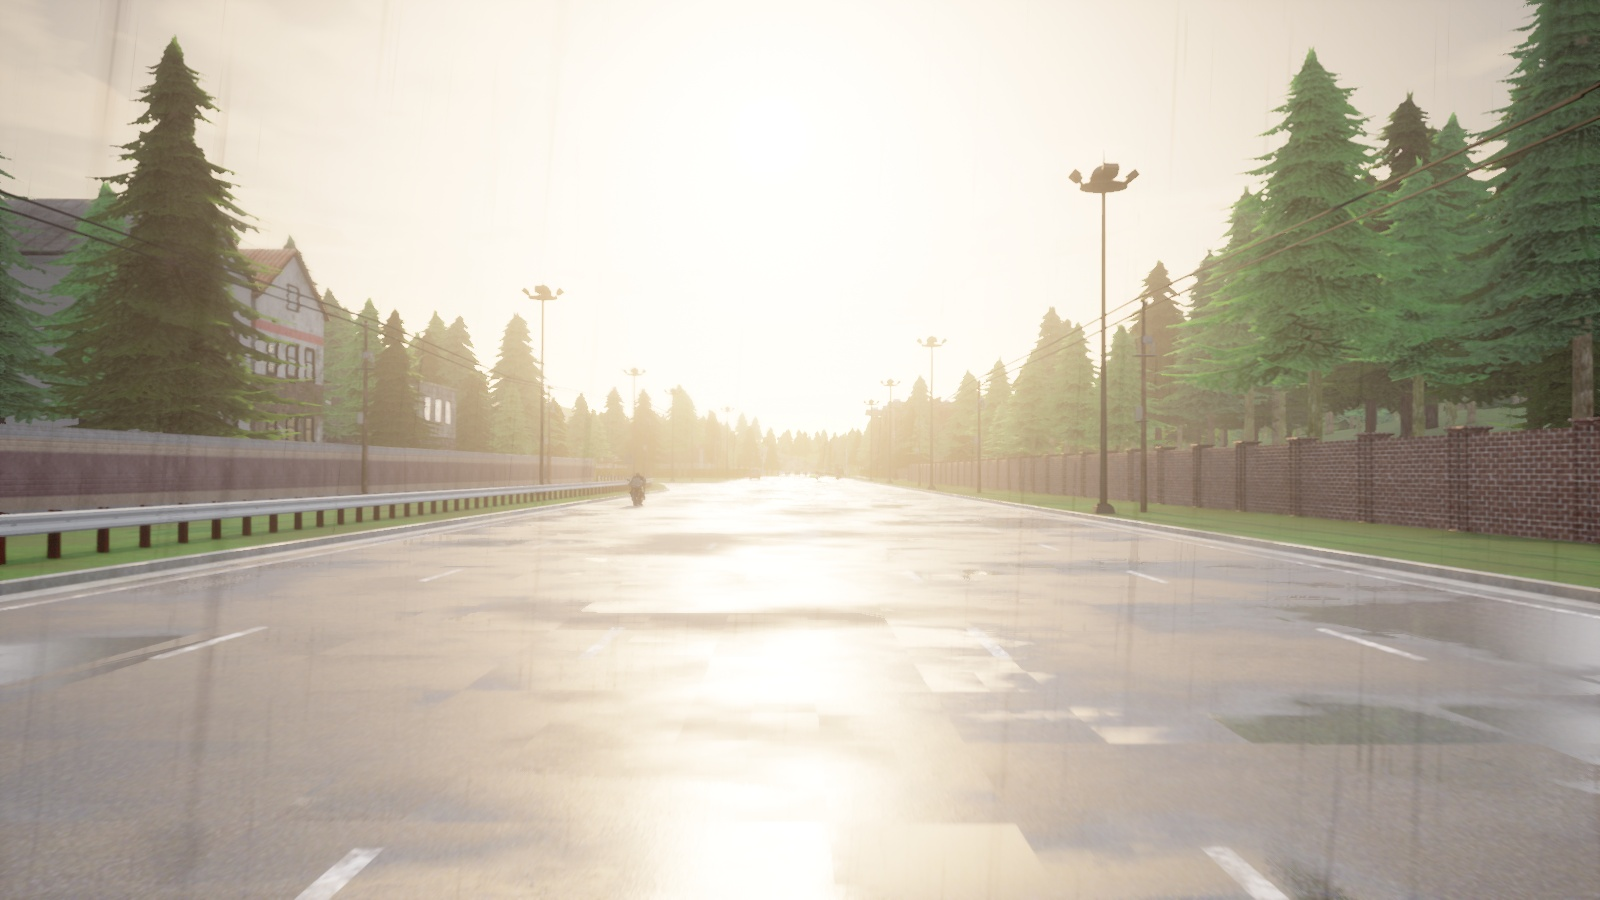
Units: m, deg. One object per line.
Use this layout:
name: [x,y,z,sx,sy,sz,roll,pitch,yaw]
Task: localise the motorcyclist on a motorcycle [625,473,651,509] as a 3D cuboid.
motorcyclist on a motorcycle: [-7.133,1.806,55.433,0.866,1.530,2.191,0,-1,0]
